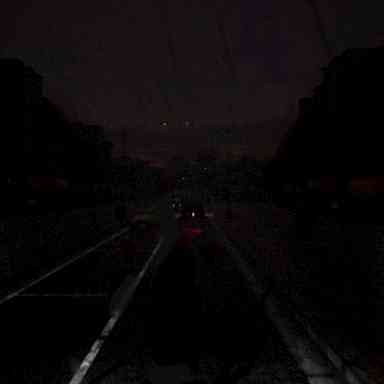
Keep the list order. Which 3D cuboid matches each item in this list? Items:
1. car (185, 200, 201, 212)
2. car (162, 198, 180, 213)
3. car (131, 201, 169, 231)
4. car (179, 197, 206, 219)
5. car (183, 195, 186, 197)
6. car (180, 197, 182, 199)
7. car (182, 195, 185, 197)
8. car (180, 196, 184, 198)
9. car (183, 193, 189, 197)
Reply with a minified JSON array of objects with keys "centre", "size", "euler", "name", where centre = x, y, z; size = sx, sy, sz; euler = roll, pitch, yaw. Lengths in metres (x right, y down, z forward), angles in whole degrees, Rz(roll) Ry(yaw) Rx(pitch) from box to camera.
[{"centre":[0.096,1.628,40.785],"size":[1.895,1.301,4.718],"euler":[0,0,0],"name":"car"},{"centre":[-2.659,1.454,37.024],"size":[1.967,1.590,4.097],"euler":[-2,0,0],"name":"car"},{"centre":[-2.656,1.505,20.512],"size":[1.752,1.417,4.829],"euler":[-1,0,0],"name":"car"},{"centre":[0.100,1.497,28.531],"size":[1.837,1.490,4.892],"euler":[0,0,0],"name":"car"},{"centre":[-2.655,1.723,64.261],"size":[1.802,1.307,4.206],"euler":[-2,0,0],"name":"car"},{"centre":[-2.652,1.616,42.466],"size":[1.802,1.307,4.206],"euler":[-1,0,0],"name":"car"},{"centre":[-2.656,1.633,53.367],"size":[2.008,1.369,4.403],"euler":[-2,0,0],"name":"car"},{"centre":[-2.656,1.608,47.918],"size":[2.008,1.369,4.403],"euler":[-2,0,0],"name":"car"},{"centre":[-2.659,1.761,91.038],"size":[1.967,1.590,4.097],"euler":[-2,0,0],"name":"car"}]
